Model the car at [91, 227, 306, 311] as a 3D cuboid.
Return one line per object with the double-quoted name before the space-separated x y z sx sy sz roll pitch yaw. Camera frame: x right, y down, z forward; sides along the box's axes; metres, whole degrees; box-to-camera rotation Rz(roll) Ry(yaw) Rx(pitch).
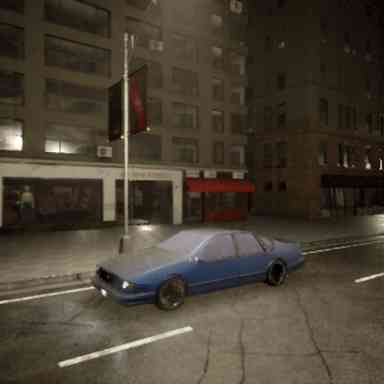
"car" 0.469 1.582 7.993 5.357 1.411 2.033 1 0 -35
